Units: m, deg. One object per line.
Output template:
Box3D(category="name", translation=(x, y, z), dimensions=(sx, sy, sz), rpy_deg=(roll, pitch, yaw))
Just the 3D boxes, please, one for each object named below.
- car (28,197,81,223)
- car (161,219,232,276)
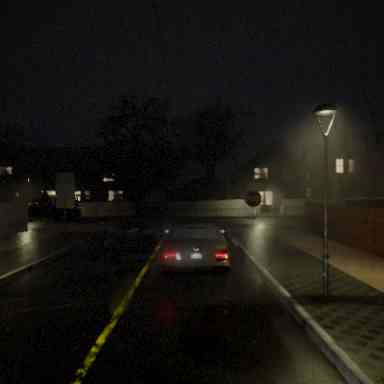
Box3D(category="car", translation=(-11.987, 1.425, 27.102), dimensions=(5.566, 2.045, 2.150), rpy_deg=(-1, -1, -1))
Box3D(category="car", translation=(0.096, 1.558, 10.318), dimensions=(2.033, 1.411, 5.357), rpy_deg=(0, 0, 0))
